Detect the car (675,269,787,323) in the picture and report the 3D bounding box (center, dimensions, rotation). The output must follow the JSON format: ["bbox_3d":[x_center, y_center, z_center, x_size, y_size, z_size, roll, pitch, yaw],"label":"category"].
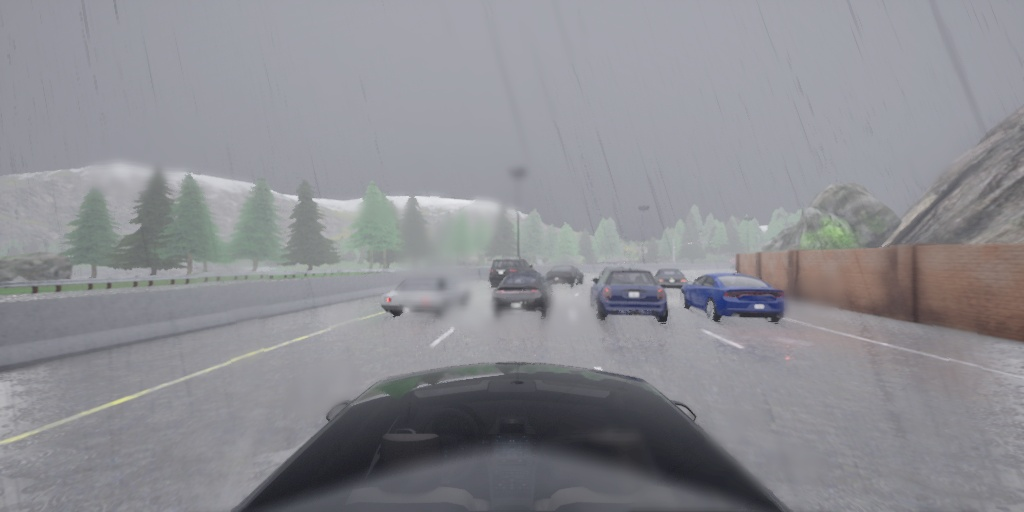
[{"bbox_3d":[7.565,1.339,12.787,1.882,1.535,5.008,0,-1,10],"label":"car"}]

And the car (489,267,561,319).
[{"bbox_3d":[0.569,1.360,13.441,2.128,1.511,4.902,0,0,10],"label":"car"}]

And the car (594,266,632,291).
[{"bbox_3d":[7.173,1.477,25.112,2.128,1.511,4.902,0,0,21],"label":"car"}]

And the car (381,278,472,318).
[{"bbox_3d":[-2.960,1.470,13.618,1.895,1.301,4.718,0,-1,9],"label":"car"}]

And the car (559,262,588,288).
[{"bbox_3d":[4.136,1.479,26.902,1.882,1.535,5.008,0,0,22],"label":"car"}]

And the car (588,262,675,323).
[{"bbox_3d":[4.039,1.214,12.943,2.097,1.767,4.553,0,-1,9],"label":"car"}]

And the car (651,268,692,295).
[{"bbox_3d":[10.123,1.512,23.112,2.033,1.411,5.357,0,-1,20],"label":"car"}]

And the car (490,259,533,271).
[{"bbox_3d":[0.162,1.222,26.439,2.150,2.045,5.566,0,0,20],"label":"car"}]
